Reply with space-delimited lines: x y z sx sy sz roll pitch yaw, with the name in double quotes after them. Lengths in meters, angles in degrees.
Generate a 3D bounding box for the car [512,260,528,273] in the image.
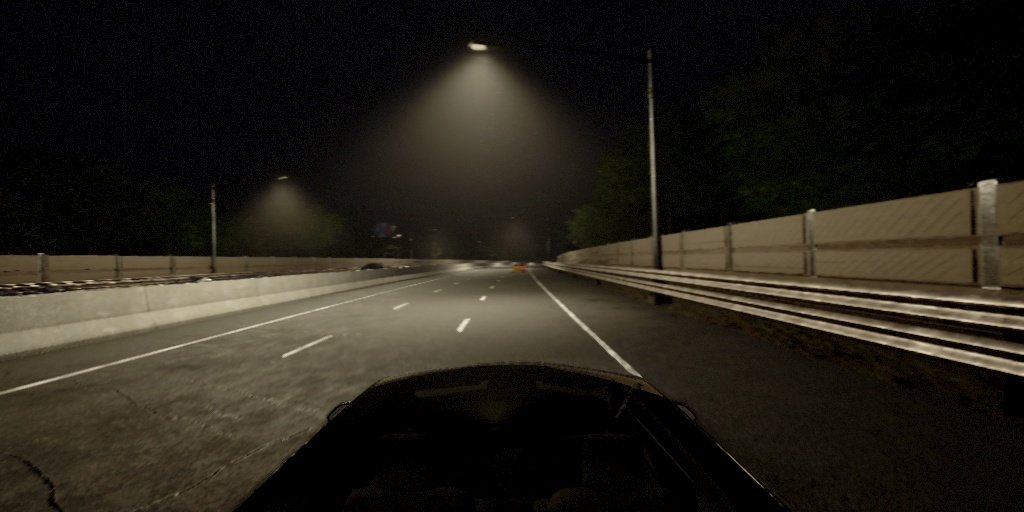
1.028 1.686 53.747 1.801 1.575 5.366 -2 0 3 "car"

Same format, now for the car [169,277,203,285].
-20.730 2.080 23.347 1.994 1.385 4.181 -2 -1 1 "car"

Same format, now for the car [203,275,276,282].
-17.234 1.967 24.072 2.033 1.411 5.357 -2 -1 1 "car"

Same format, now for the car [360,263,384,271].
-23.244 2.203 59.826 2.150 2.045 5.566 -2 0 3 "car"

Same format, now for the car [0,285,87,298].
-24.281 2.179 17.991 1.895 1.301 4.718 -2 0 0 "car"
